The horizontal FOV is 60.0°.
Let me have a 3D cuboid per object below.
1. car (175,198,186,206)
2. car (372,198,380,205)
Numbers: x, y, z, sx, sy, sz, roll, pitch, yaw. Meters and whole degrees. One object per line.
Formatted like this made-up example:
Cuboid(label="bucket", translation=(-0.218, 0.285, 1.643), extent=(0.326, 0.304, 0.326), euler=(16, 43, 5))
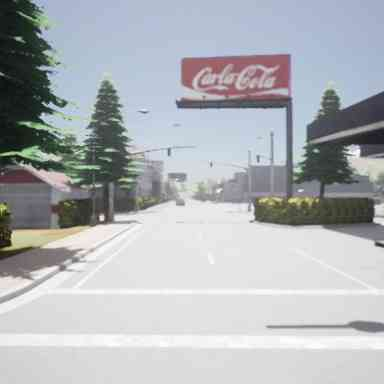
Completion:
Cuboid(label="car", translation=(-2.386, 2.085, 69.238), extent=(2.097, 1.767, 4.553), euler=(0, -1, -1))
Cuboid(label="car", translation=(42.111, 2.080, 77.845), extent=(1.932, 1.855, 4.605), euler=(0, -1, -2))
